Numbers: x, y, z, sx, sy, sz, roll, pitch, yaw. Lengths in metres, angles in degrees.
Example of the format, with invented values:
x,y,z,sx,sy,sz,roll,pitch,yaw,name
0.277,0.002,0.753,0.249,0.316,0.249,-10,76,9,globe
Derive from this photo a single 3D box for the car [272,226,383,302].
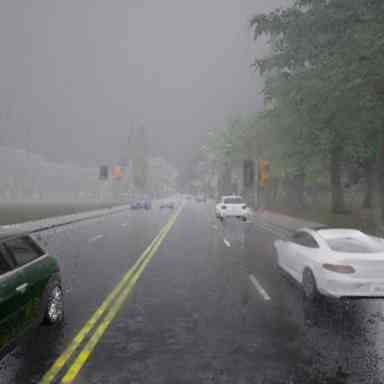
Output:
x,y,z,sx,sy,sz,roll,pitch,yaw,name
3.336,1.572,8.256,1.812,1.442,4.674,0,0,0,car

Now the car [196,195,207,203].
x,y,z,sx,sy,sz,roll,pitch,yaw,name
2.789,1.878,88.088,2.097,1.767,4.553,0,0,-1,car

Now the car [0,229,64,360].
x,y,z,sx,sy,sz,roll,pitch,yaw,name
-3.355,1.376,4.079,2.097,1.767,4.553,0,0,0,car

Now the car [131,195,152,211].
x,y,z,sx,sy,sz,roll,pitch,yaw,name
-6.722,1.470,44.468,2.150,2.045,5.566,0,0,0,car

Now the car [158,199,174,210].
x,y,z,sx,sy,sz,roll,pitch,yaw,name
-3.471,1.787,46.828,1.812,1.442,4.674,0,-1,0,car

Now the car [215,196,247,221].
x,y,z,sx,sy,sz,roll,pitch,yaw,name
3.287,1.381,28.598,2.150,2.045,5.566,0,0,0,car
